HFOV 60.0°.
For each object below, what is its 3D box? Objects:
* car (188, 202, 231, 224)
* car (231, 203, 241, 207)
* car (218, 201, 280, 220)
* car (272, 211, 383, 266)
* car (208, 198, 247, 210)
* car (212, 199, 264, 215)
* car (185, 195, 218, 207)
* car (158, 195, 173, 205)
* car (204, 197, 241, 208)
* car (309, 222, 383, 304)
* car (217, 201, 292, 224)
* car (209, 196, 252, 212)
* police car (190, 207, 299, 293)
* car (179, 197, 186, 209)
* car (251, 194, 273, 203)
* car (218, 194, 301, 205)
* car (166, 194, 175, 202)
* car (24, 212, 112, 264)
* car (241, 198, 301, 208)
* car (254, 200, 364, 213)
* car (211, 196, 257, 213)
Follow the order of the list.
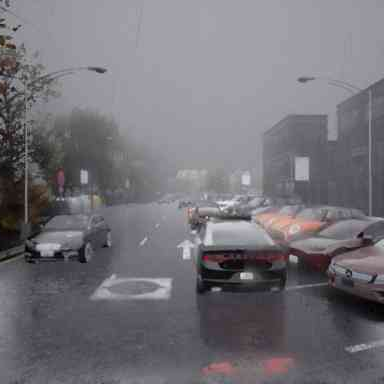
[{"bbox_3d":[0.854,1.514,18.915,1.837,1.490,4.892,0,0,-1],"label":"car"},{"bbox_3d":[4.996,1.535,19.279,4.674,1.452,2.002,1,0,-21],"label":"car"},{"bbox_3d":[4.837,1.540,28.271,4.792,1.488,2.163,1,0,-21],"label":"car"},{"bbox_3d":[5.113,1.516,10.262,4.792,1.488,2.163,1,0,-21],"label":"car"},{"bbox_3d":[4.640,1.593,43.295,4.674,1.452,2.002,1,0,-21],"label":"car"},{"bbox_3d":[4.752,1.554,34.271,4.792,1.488,2.163,1,0,-21],"label":"car"},{"bbox_3d":[0.760,1.369,24.885,2.097,1.767,4.553,0,0,-1],"label":"car"},{"bbox_3d":[-5.138,1.703,62.381,1.994,1.385,4.181,0,0,0],"label":"car"},{"bbox_3d":[4.535,1.574,49.305,5.008,1.535,2.097,1,-1,-21],"label":"car"},{"bbox_3d":[5.193,1.526,7.271,4.674,1.452,2.002,1,0,-21],"label":"car"},{"bbox_3d":[4.737,1.498,25.211,5.366,1.575,1.946,1,0,-21],"label":"car"},{"bbox_3d":[4.655,1.417,40.286,4.553,1.767,2.185,1,0,-21],"label":"car"},{"bbox_3d":[1.015,1.426,9.026,1.930,1.638,5.238,0,0,-1],"label":"police car"},{"bbox_3d":[-0.766,1.432,46.848,2.097,1.767,4.553,0,0,0],"label":"car"},{"bbox_3d":[16.971,1.449,80.560,2.435,2.045,5.566,0,0,-22],"label":"car"},{"bbox_3d":[4.945,1.247,22.257,5.566,2.045,2.435,1,0,-21],"label":"car"},{"bbox_3d":[-5.150,1.414,76.870,2.150,2.045,5.566,0,0,4],"label":"car"},{"bbox_3d":[-4.169,1.493,11.918,2.128,1.511,4.902,0,0,-1],"label":"car"},{"bbox_3d":[5.078,1.366,16.284,4.553,1.767,2.185,1,0,-21],"label":"car"},{"bbox_3d":[5.125,1.363,13.283,4.553,1.767,2.185,1,0,-21],"label":"car"},{"bbox_3d":[4.701,1.407,37.285,4.553,1.767,2.185,1,0,-21],"label":"car"}]
